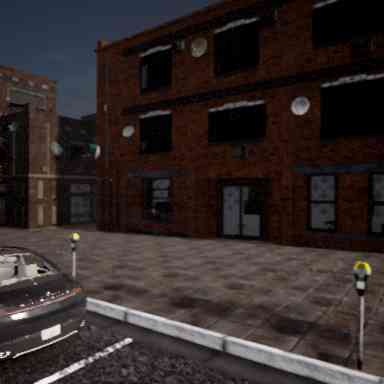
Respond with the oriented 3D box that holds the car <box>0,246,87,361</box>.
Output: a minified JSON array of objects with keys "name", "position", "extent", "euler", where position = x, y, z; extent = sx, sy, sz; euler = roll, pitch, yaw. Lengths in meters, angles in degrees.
[{"name":"car","position":[-3.610,1.607,5.581],"extent":[4.403,1.369,2.008],"euler":[-1,1,35]}]
